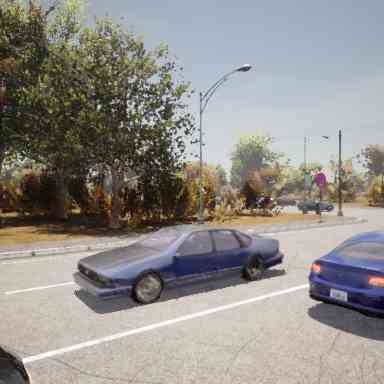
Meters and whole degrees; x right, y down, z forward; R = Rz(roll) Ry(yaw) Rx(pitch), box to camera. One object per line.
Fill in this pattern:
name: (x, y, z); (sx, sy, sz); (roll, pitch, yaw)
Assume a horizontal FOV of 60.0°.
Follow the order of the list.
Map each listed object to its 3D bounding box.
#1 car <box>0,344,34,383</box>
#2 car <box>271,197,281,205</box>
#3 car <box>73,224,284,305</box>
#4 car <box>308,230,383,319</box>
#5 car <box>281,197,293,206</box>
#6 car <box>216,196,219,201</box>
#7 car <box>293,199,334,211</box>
car: (-3.315, 1.492, 1.381); (4.902, 1.511, 2.128); (0, 0, -36)
car: (9.495, 1.216, 47.548); (2.150, 2.045, 5.566); (0, 0, -33)
car: (-0.029, 1.547, 8.287); (5.357, 1.411, 2.033); (0, 0, -35)
car: (4.283, 1.526, 6.809); (4.674, 1.442, 1.812); (0, 0, -36)
car: (14.280, 1.478, 53.455); (2.128, 1.511, 4.902); (0, 0, -32)
car: (3.980, 1.459, 56.278); (1.812, 1.442, 4.674); (0, 1, -32)
car: (14.613, 1.564, 39.458); (1.994, 1.385, 4.181); (0, 0, -32)
